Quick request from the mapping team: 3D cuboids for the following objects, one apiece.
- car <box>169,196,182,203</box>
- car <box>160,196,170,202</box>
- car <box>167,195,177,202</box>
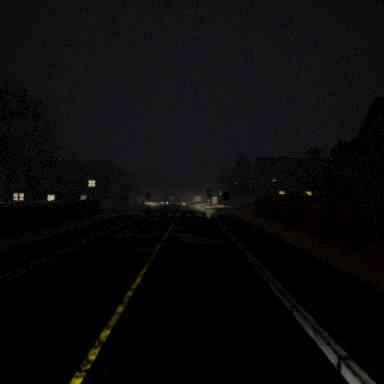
[{"bbox_3d":[-3.852,2.019,83.988,1.895,1.301,4.718,0,-1,-10],"label":"car"},{"bbox_3d":[-7.312,1.643,87.607,1.994,1.385,4.181,0,-1,-10],"label":"car"},{"bbox_3d":[-5.788,1.833,93.836,2.097,1.767,4.553,0,-1,-12],"label":"car"}]
